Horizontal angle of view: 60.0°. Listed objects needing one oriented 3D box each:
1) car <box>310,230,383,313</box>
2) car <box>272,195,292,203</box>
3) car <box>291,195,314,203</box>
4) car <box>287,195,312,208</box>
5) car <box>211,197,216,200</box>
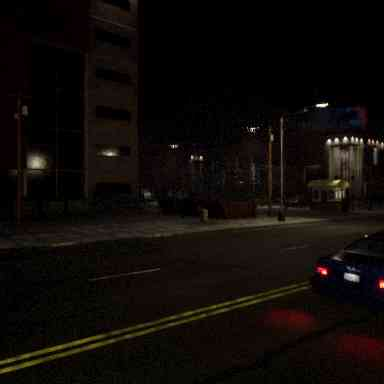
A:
[{"bbox_3d":[4.852,1.546,7.292,5.357,1.411,2.033,0,0,-35],"label":"car"},{"bbox_3d":[18.744,1.443,69.049,3.806,1.475,1.970,0,0,-36],"label":"car"},{"bbox_3d":[21.667,1.411,65.059,4.674,1.452,2.002,0,0,-36],"label":"car"},{"bbox_3d":[14.835,1.248,45.970,4.553,1.767,2.185,0,0,-36],"label":"car"},{"bbox_3d":[4.040,1.568,60.500,4.718,1.301,1.895,0,0,-36],"label":"car"}]
